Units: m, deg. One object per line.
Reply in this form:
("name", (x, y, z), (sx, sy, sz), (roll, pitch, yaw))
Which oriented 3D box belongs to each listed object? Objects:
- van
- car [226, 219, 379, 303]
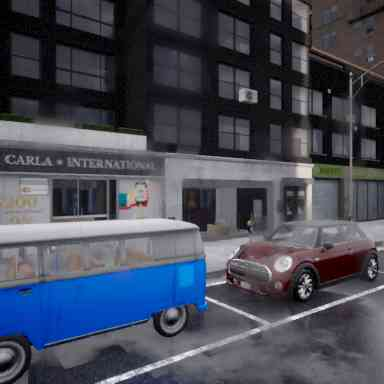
("van", (-1.651, 1.341, 5.011), (3.998, 1.788, 1.690), (0, 0, -36))
("car", (2.751, 1.440, 8.160), (4.097, 1.590, 1.967), (0, 0, -36))
